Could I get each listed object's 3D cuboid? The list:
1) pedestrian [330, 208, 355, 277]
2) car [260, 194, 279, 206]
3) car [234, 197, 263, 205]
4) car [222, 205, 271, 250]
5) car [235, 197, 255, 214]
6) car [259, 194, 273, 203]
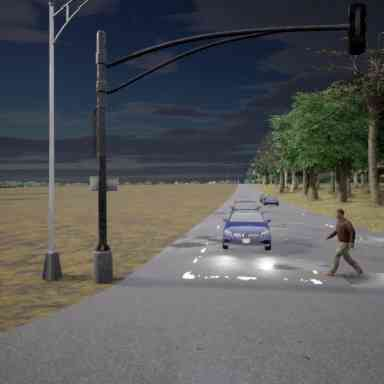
[{"bbox_3d":[3.913,1.279,8.645,0.375,1.860,0.375,-1,1,9],"label":"pedestrian"},{"bbox_3d":[11.197,1.215,47.426,1.994,1.385,4.181,0,1,7],"label":"car"},{"bbox_3d":[3.746,1.383,23.380,1.882,1.535,5.008,0,0,9],"label":"car"},{"bbox_3d":[2.351,1.487,14.278,1.812,1.442,4.674,0,0,10],"label":"car"},{"bbox_3d":[5.304,1.290,33.482,1.882,1.535,5.008,0,1,9],"label":"car"},{"bbox_3d":[12.702,1.087,57.310,1.994,1.385,4.181,0,1,9],"label":"car"}]
